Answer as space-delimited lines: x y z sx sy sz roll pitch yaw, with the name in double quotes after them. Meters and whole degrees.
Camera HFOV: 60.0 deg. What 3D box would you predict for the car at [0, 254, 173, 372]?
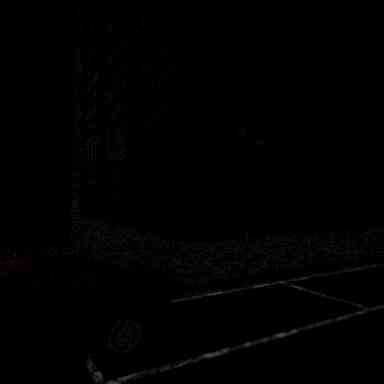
-2.472 1.634 4.747 4.507 1.381 1.887 1 -1 -30 "car"
